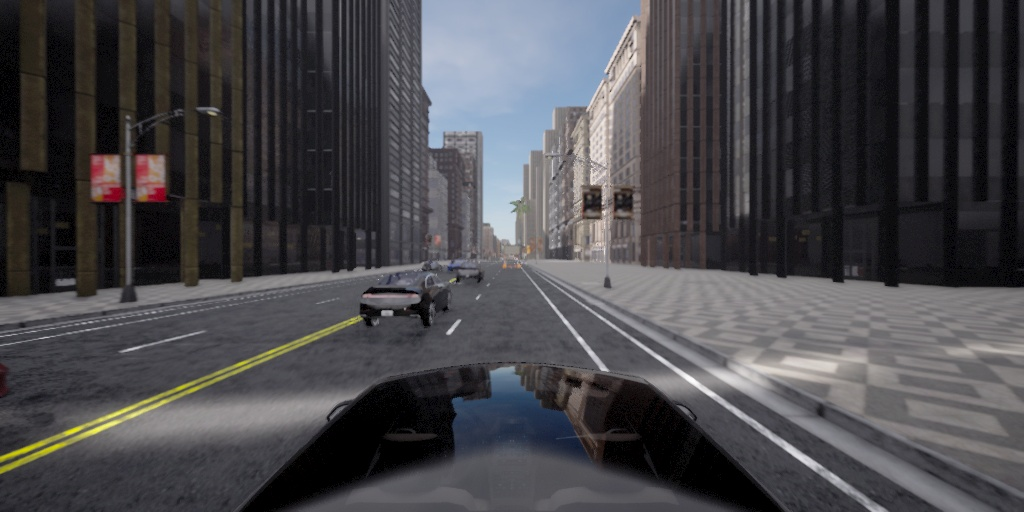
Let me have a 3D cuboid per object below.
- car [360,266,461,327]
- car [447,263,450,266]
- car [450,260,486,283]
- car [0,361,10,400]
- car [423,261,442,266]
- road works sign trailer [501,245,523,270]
[{"bbox_3d":[-3.152,1.234,11.480,2.128,1.511,4.902,0,0,0],"label":"car"},{"bbox_3d":[-6.594,1.210,43.307,1.882,1.535,5.008,0,0,0],"label":"car"},{"bbox_3d":[-3.155,1.226,27.859,2.128,1.511,4.902,0,0,0],"label":"car"},{"bbox_3d":[-6.600,1.275,2.062,1.812,1.442,4.674,0,0,0],"label":"car"},{"bbox_3d":[-9.841,1.297,44.395,1.994,1.385,4.181,0,0,0],"label":"car"},{"bbox_3d":[-0.013,0.198,51.052,2.380,3.560,2.880,0,0,0],"label":"road works sign trailer"}]
